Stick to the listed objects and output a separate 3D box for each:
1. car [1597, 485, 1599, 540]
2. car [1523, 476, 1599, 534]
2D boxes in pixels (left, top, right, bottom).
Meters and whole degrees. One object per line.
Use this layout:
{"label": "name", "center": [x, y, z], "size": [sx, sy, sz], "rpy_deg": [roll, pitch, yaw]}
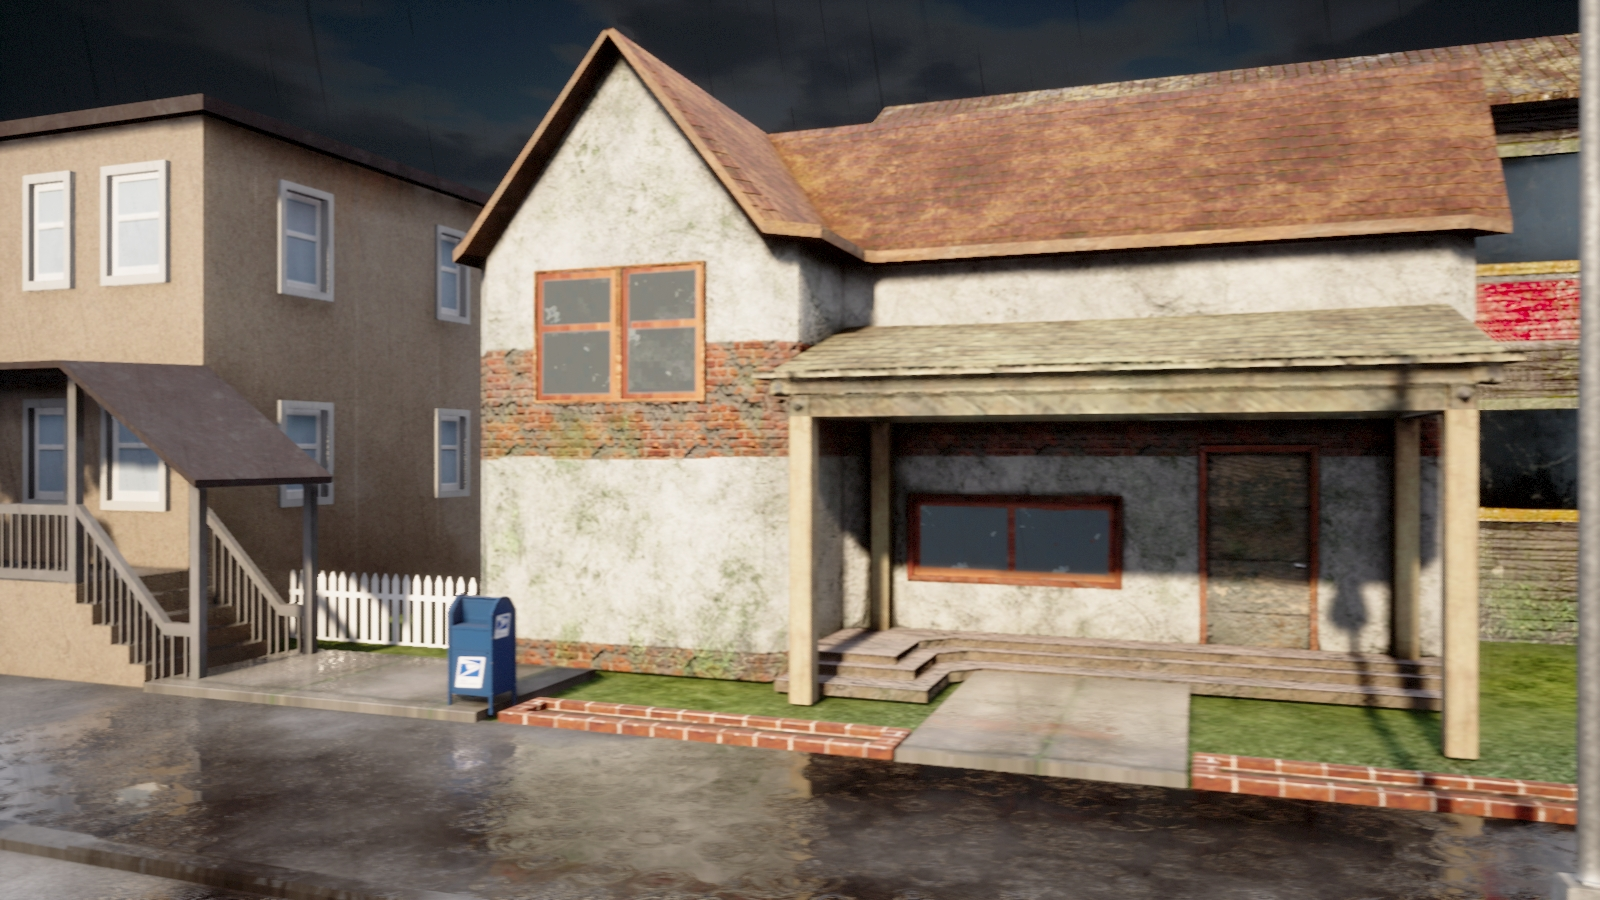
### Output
{"label": "car", "center": [23.003, 1.798, 30.614], "size": [1.789, 1.549, 3.705], "rpy_deg": [0, 1, 20]}
{"label": "car", "center": [25.408, 1.748, 37.198], "size": [2.242, 1.667, 4.611], "rpy_deg": [0, 0, 20]}
